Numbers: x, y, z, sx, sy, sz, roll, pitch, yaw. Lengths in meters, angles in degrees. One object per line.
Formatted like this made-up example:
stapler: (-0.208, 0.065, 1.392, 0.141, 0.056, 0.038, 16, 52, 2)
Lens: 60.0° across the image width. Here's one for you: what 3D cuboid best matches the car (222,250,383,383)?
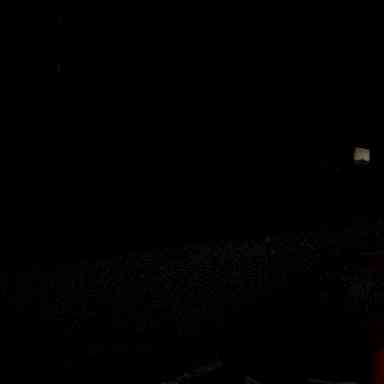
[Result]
car: (2.410, 1.512, 4.340, 4.507, 1.381, 1.887, 0, 1, -35)
